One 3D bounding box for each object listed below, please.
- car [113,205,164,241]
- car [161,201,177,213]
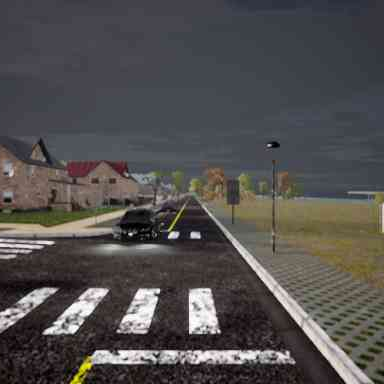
[{"bbox_3d":[-2.754,1.659,17.317,1.837,1.490,4.892,0,0,0],"label":"car"},{"bbox_3d":[-2.759,1.770,41.160,2.033,1.411,5.357,0,0,0],"label":"car"}]
